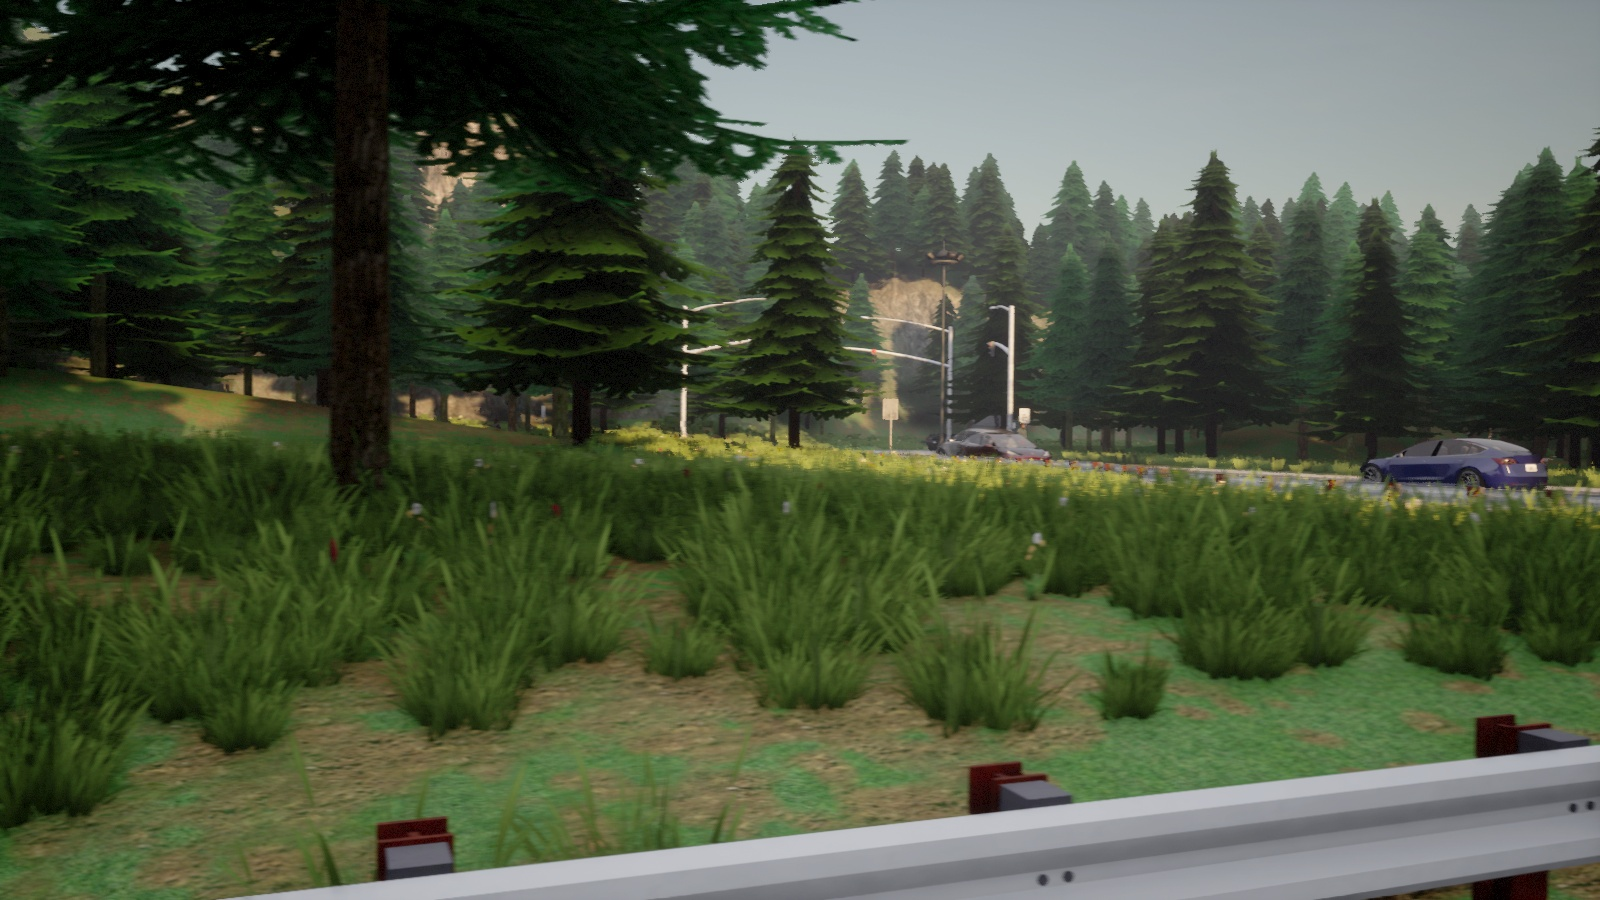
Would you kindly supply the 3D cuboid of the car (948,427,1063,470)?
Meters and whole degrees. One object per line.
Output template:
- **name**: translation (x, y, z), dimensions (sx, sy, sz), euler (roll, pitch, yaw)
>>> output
- **car**: translation (7.578, -0.072, 46.785), dimensions (2.163, 1.488, 4.792), euler (-1, 1, -20)

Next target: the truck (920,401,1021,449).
- **truck**: translation (12.736, -1.866, 93.354), dimensions (7.936, 3.462, 2.891), euler (-1, 1, -41)

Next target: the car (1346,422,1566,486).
- **car**: translation (16.821, 0.061, 32.523), dimensions (2.163, 1.488, 4.792), euler (-1, 1, -22)

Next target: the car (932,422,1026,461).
- **car**: translation (7.933, -0.384, 56.121), dimensions (2.242, 1.667, 4.611), euler (-1, 1, -20)
